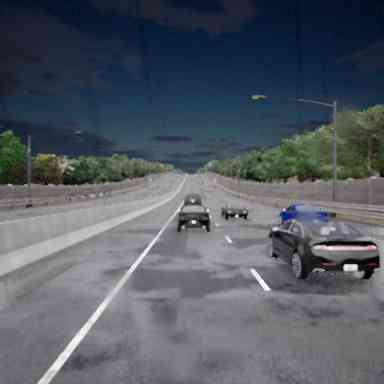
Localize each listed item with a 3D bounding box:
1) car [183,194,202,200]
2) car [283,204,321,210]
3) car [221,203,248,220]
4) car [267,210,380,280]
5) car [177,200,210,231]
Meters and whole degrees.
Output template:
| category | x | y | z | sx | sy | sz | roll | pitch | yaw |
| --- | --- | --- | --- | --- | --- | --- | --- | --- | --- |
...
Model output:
| category | x | y | z | sx | sy | sz | roll | pitch | yaw |
| --- | --- | --- | --- | --- | --- | --- | --- | --- | --- |
| car | 0.089 | 1.221 | 42.177 | 2.150 | 2.045 | 5.566 | 0 | 0 | 0 |
| car | 7.094 | 1.514 | 21.587 | 1.882 | 1.535 | 5.008 | 0 | 0 | 0 |
| car | 3.592 | 1.642 | 28.871 | 1.895 | 1.301 | 4.718 | 0 | 0 | 0 |
| car | 3.596 | 1.505 | 9.959 | 2.128 | 1.511 | 4.902 | 0 | 0 | 0 |
| car | 0.094 | 1.513 | 20.875 | 1.882 | 1.535 | 5.008 | 0 | 0 | 0 |
